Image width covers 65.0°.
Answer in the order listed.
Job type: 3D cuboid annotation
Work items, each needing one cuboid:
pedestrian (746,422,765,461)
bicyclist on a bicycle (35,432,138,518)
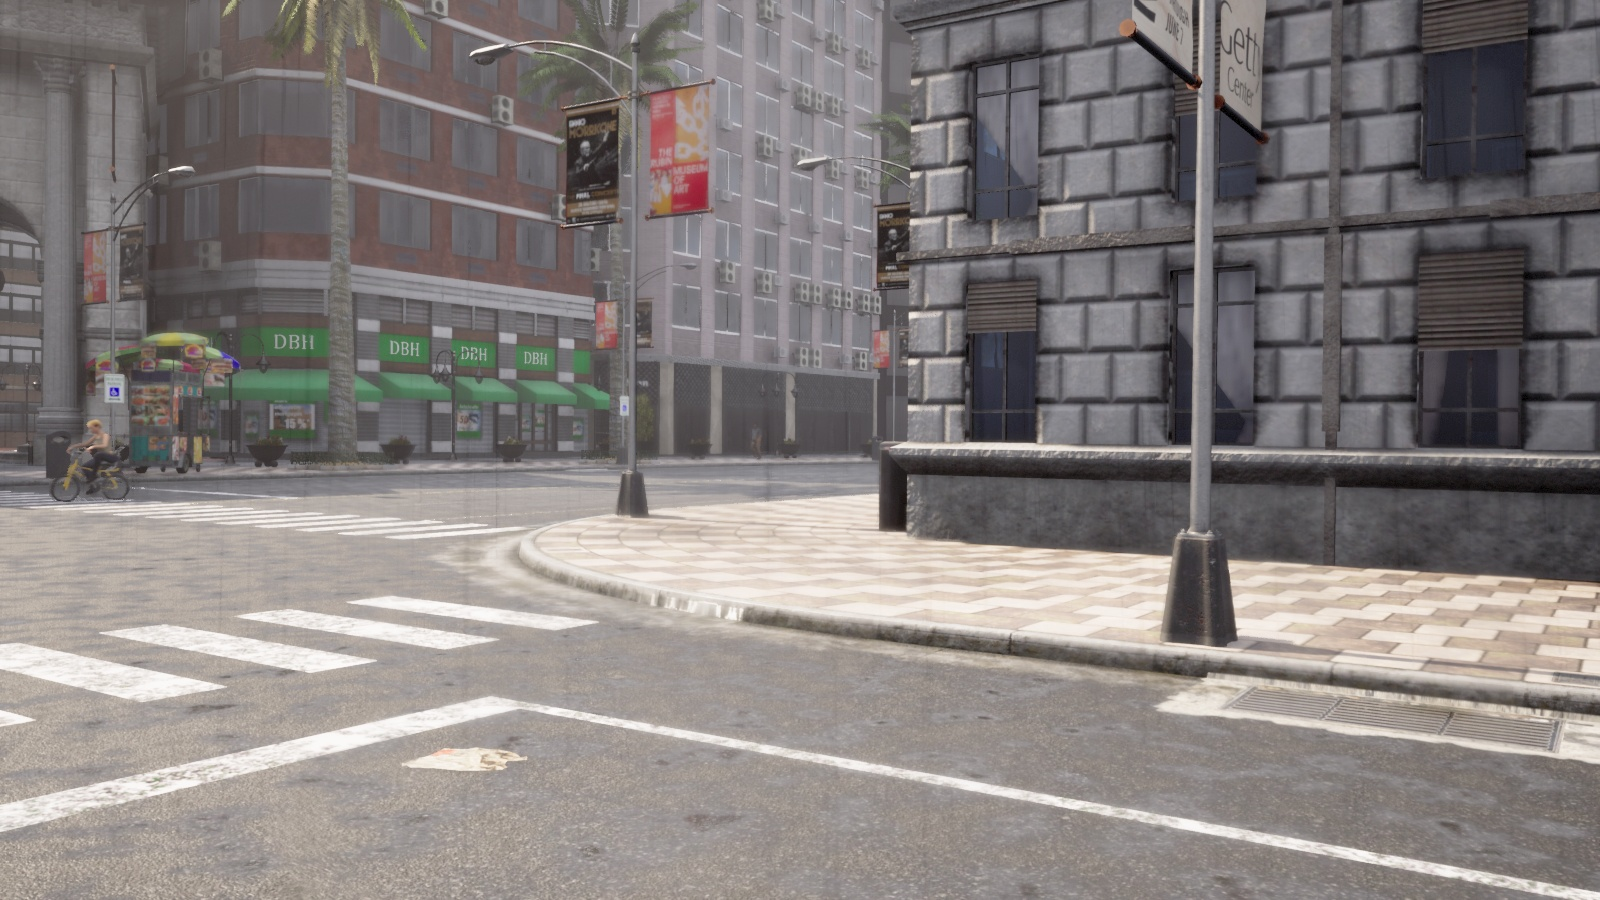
[{"bbox_3d":[-2.137,-0.413,60.079,0.540,1.848,0.694,0,1,44],"label":"pedestrian"},{"bbox_3d":[-13.914,0.459,24.515,0.866,1.612,1.509,0,1,34],"label":"bicyclist on a bicycle"}]
